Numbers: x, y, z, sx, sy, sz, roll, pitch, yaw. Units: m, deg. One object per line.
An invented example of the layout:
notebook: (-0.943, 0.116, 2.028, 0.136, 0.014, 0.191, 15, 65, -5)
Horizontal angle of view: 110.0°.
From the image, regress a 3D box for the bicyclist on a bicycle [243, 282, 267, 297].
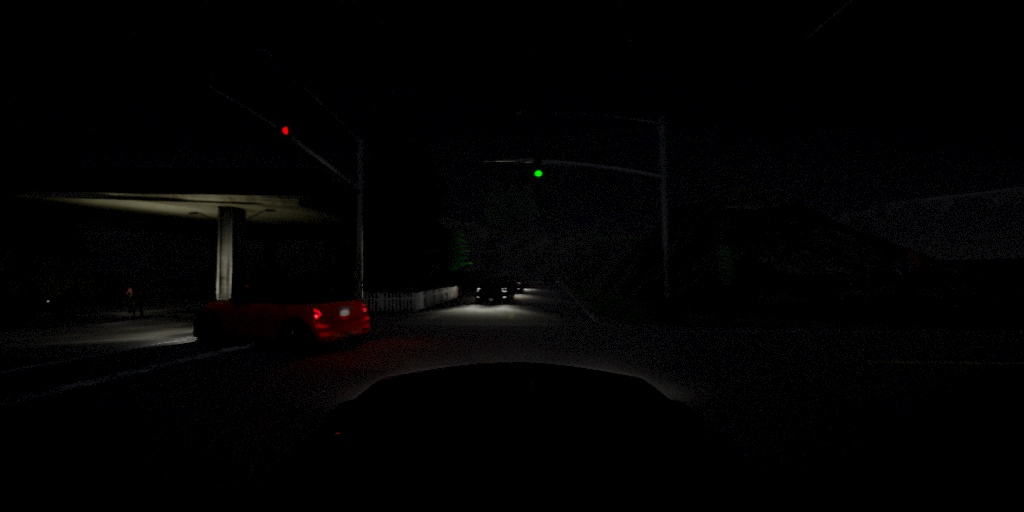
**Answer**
bicyclist on a bicycle: (-10.303, 1.839, 14.151, 1.656, 1.620, 0.582, 1, -5, -13)

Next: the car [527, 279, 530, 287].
car: (1.066, 3.192, 44.011, 1.812, 1.442, 4.674, -1, -3, 6)

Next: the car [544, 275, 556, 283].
car: (6.566, 3.966, 62.288, 1.994, 1.385, 4.181, -1, -3, 4)

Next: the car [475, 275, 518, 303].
car: (-1.050, 2.167, 24.019, 2.097, 1.767, 4.553, -1, -3, 6)

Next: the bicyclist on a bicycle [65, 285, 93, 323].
bicyclist on a bicycle: (-19.710, 2.127, 15.961, 0.582, 1.620, 1.656, -1, -3, 8)

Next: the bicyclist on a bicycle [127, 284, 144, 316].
bicyclist on a bicycle: (-18.777, 2.208, 17.854, 0.582, 1.620, 1.656, 2, -4, -45)

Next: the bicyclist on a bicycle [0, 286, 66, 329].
bicyclist on a bicycle: (-19.147, 2.005, 14.148, 1.656, 1.620, 0.582, 2, -4, -24)

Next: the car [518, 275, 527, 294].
car: (-0.004, 2.592, 34.000, 2.097, 1.767, 4.553, -1, -3, 6)

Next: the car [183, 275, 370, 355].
car: (-6.310, 1.471, 9.896, 4.553, 1.767, 2.097, 0, -2, 19)
